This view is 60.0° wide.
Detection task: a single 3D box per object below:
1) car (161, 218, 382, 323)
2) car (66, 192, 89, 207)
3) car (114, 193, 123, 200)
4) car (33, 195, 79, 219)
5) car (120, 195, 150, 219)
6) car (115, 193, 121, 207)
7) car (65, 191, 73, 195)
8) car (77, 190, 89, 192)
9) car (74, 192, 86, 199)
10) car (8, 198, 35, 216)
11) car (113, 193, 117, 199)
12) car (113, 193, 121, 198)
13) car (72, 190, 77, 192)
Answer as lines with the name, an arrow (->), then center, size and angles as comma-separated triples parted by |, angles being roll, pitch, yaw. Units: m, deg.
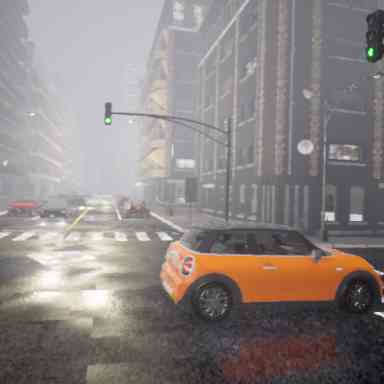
car -> 1.699, 1.475, 7.185 | 4.553, 1.767, 2.097 | 3, -1, -15
car -> -14.090, 1.103, 41.190 | 1.994, 1.385, 4.181 | 2, 0, -14
car -> -17.030, 0.967, 76.857 | 2.008, 1.369, 4.403 | 2, 0, -14
car -> -10.133, 1.220, 25.214 | 2.033, 1.411, 5.357 | 2, 0, -14
car -> -4.598, 1.267, 27.419 | 1.967, 1.590, 4.097 | 2, 0, -14
car -> -8.816, 1.251, 43.879 | 1.947, 1.339, 4.313 | 2, 0, -14
car -> -18.313, 0.977, 47.348 | 1.947, 1.339, 4.313 | 2, 0, -14
car -> -17.737, 0.571, 56.179 | 2.033, 1.411, 5.357 | 2, 0, -14
car -> -25.158, 0.740, 74.830 | 2.008, 1.369, 4.403 | 2, 0, -14
car -> -13.221, 1.128, 26.530 | 1.887, 1.381, 4.507 | 2, 0, -14
car -> -11.554, 1.138, 54.871 | 1.887, 1.381, 4.507 | 2, 0, -14
car -> -19.768, 0.877, 87.850 | 1.887, 1.381, 4.507 | 2, 0, -14
car -> -22.412, 0.591, 63.837 | 2.192, 1.841, 5.009 | 2, 0, -14
